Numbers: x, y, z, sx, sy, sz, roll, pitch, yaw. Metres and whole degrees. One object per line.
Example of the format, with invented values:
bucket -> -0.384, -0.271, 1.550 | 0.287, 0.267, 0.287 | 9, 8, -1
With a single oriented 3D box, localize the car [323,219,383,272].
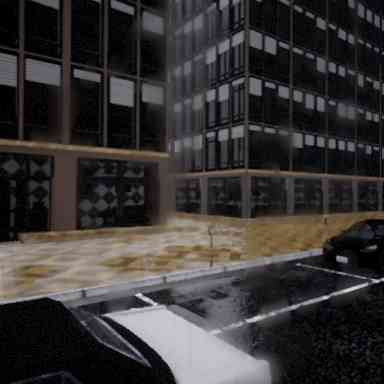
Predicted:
car -> 6.142, 1.592, 10.938 | 4.313, 1.339, 1.947 | 0, 0, -36

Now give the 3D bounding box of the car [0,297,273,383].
car -> -1.736, 1.600, 2.129 | 4.718, 1.301, 1.895 | 0, 0, -35
